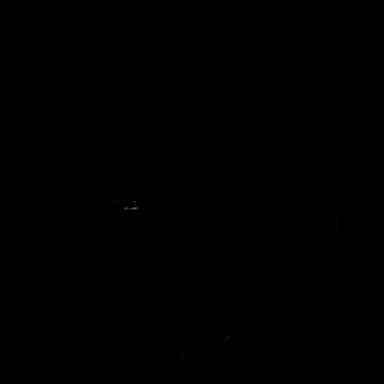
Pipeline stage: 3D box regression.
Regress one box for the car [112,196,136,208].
[{"bbox_3d":[-10.429,1.450,50.951,2.097,1.767,4.553,-1,0,-39],"label":"car"}]
